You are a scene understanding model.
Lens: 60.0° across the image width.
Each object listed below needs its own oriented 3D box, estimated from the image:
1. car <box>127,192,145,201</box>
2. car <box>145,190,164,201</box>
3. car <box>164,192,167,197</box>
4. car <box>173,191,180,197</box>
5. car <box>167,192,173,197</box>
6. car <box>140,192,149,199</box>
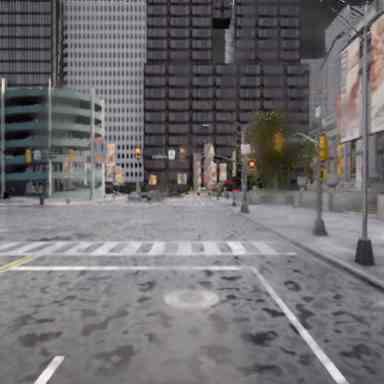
[{"bbox_3d":[-10.646,0.752,61.977,2.097,1.767,4.553,0,1,0],"label":"car"},{"bbox_3d":[-7.147,0.611,62.971,2.150,2.045,5.566,0,1,0],"label":"car"},{"bbox_3d":[-7.661,0.713,78.974,1.882,1.535,5.008,0,1,-7],"label":"car"},{"bbox_3d":[-4.979,0.597,93.123,1.837,1.490,4.892,0,1,-29],"label":"car"},{"bbox_3d":[-7.709,0.715,90.804,1.895,1.301,4.718,0,1,-25],"label":"car"},{"bbox_3d":[-10.917,0.793,77.145,2.033,1.411,5.357,0,1,-7],"label":"car"}]
